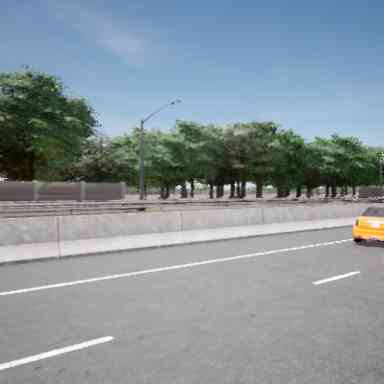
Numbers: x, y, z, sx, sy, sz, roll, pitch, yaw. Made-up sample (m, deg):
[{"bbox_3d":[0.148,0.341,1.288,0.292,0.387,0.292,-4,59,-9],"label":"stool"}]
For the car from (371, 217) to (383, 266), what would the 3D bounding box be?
[{"bbox_3d":[7.060,1.479,8.896,5.008,1.535,1.882,0,0,-35],"label":"car"}]

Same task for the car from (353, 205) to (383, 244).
[{"bbox_3d":[9.148,1.353,14.679,4.553,1.767,2.097,0,0,-35],"label":"car"}]
